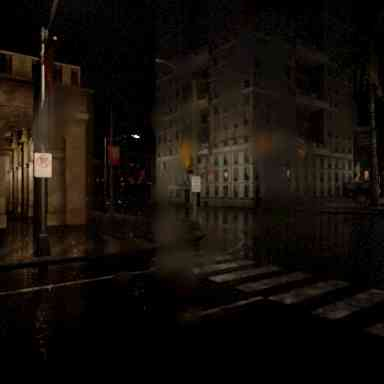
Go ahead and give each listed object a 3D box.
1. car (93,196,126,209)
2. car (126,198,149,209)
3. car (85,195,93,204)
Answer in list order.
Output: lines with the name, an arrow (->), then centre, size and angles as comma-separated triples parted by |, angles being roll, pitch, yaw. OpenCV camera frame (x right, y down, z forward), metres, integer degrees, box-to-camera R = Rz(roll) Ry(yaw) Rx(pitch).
car -> -11.143, 1.337, 44.524 | 2.097, 1.767, 4.553 | 0, 0, -36
car -> -7.627, 1.546, 45.626 | 1.994, 1.385, 4.181 | 0, 0, -36
car -> -19.238, 1.354, 61.791 | 2.097, 1.767, 4.553 | 0, 0, -36
